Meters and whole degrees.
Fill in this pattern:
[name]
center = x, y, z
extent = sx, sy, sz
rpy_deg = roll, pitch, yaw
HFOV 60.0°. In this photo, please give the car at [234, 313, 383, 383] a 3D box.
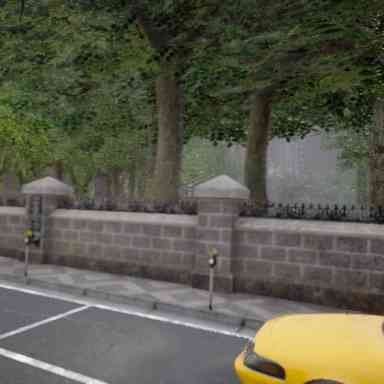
[car]
center = 3.115, 1.737, 3.121
extent = 5.366, 1.575, 1.801
rpy_deg = 1, -3, 25
